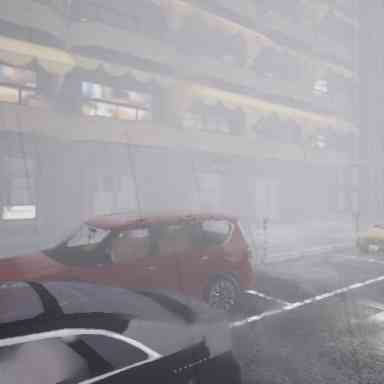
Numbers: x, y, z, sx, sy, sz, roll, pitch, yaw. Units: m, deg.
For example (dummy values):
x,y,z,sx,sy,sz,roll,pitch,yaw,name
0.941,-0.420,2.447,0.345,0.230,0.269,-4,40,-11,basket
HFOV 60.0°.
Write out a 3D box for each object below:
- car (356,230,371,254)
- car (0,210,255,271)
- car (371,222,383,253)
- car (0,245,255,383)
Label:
x,y,z,sx,sy,sz,roll,pitch,yaw,name
7.816,1.478,12.124,4.829,1.417,1.752,0,1,-35,car
-1.110,1.307,5.752,5.009,1.841,2.192,0,1,-35,car
6.438,1.471,7.849,4.892,1.490,1.837,0,0,-36,car
-1.844,1.493,2.060,4.902,1.511,2.128,0,0,-36,car
